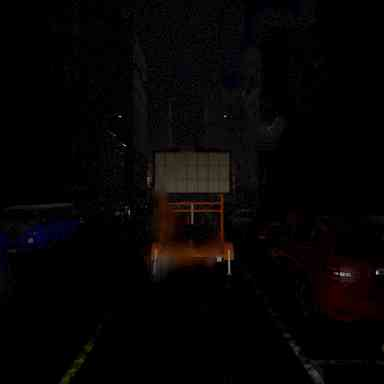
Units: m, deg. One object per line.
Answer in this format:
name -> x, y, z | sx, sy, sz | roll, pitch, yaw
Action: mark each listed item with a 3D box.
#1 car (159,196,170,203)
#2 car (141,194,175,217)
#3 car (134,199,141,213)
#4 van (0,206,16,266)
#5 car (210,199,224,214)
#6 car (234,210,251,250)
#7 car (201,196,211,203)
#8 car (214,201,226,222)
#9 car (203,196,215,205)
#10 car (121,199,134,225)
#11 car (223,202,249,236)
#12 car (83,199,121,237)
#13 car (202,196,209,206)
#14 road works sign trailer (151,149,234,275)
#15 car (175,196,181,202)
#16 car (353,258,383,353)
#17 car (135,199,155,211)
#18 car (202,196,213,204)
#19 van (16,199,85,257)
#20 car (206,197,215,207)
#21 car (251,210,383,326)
car -> -5.631, 1.490, 68.446 | 1.887, 1.381, 4.507 | -1, 0, 0
car -> -3.082, 1.206, 31.016 | 2.150, 2.045, 5.566 | 0, 0, 0
car -> -5.656, 1.421, 34.931 | 1.967, 1.590, 4.097 | -1, 0, 0
van -> -5.676, 1.339, 7.003 | 1.690, 1.788, 3.998 | -1, 0, 0
car -> 2.878, 1.551, 29.340 | 1.947, 1.339, 4.313 | -1, 0, 0
car -> 2.863, 1.577, 12.582 | 1.802, 1.307, 4.206 | -1, 0, 0
car -> 2.914, 1.527, 68.441 | 1.802, 1.307, 4.206 | -1, 0, 0
car -> 2.873, 1.555, 23.754 | 1.947, 1.339, 4.313 | -1, 0, 0
car -> 2.903, 1.485, 57.439 | 1.752, 1.417, 4.829 | -1, 0, 0
car -> -5.664, 1.429, 23.760 | 1.967, 1.590, 4.097 | -1, 0, 0
car -> 2.867, 1.517, 18.339 | 1.752, 1.417, 4.829 | -1, 0, 0
car -> -5.669, 1.307, 18.175 | 2.192, 1.841, 5.009 | -1, 0, 0
car -> 2.898, 1.517, 51.684 | 2.008, 1.369, 4.403 | -1, 0, 0
road works sign trailer -> 0.011, 0.461, 10.400 | 2.380, 3.560, 2.880 | 0, 0, 0
car -> -2.961, 1.448, 60.227 | 2.128, 1.511, 4.902 | 0, 0, 0
car -> 2.852, 1.525, 1.581 | 1.752, 1.417, 4.829 | -1, 0, 0
car -> -5.650, 1.559, 40.518 | 1.802, 1.307, 4.206 | -1, 0, 0
car -> 2.909, 1.518, 62.856 | 1.947, 1.339, 4.313 | -1, 0, 0
van -> -5.672, 1.336, 12.589 | 1.690, 1.788, 3.998 | -1, 0, 0
car -> 2.883, 1.532, 34.926 | 2.008, 1.369, 4.403 | -1, 0, 0
car -> 2.854, 1.313, 6.997 | 2.192, 1.841, 5.009 | -1, 0, 0
